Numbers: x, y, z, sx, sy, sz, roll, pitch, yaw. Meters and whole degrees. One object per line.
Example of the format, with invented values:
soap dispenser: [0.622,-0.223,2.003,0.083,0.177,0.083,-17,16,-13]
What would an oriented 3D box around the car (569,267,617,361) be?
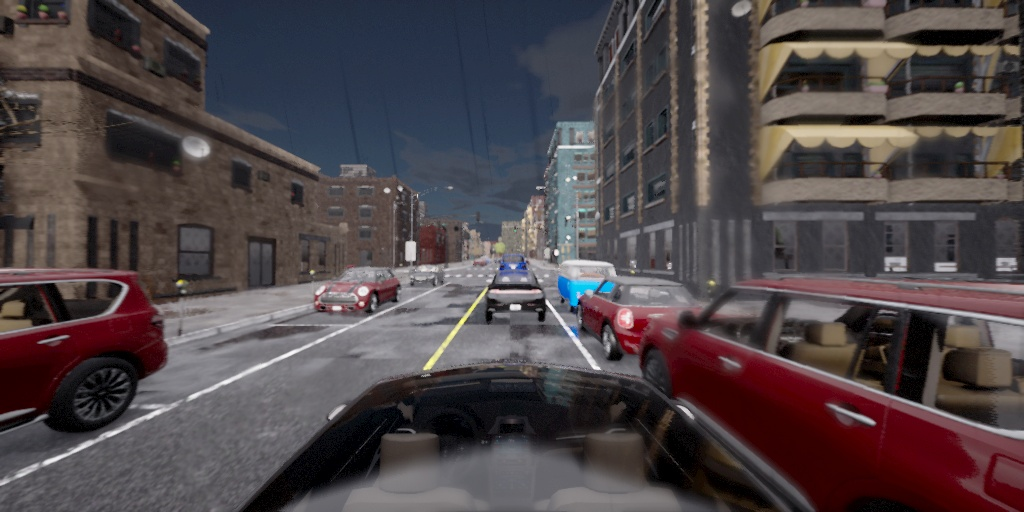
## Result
car: [2.693,1.174,8.215,1.967,1.591,4.097,0,0,0]

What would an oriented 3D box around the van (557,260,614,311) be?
van: [2.693,1.062,13.622,1.690,1.789,3.998,0,0,0]

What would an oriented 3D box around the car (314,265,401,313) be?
car: [-5.687,1.161,13.630,1.967,1.591,4.097,0,0,0]

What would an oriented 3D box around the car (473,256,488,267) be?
car: [-5.759,1.145,62.400,1.888,1.381,4.507,0,0,0]

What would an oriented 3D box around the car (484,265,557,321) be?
car: [0.101,1.213,12.299,2.128,1.511,4.902,0,0,0]

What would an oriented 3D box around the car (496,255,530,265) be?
car: [0.103,0.907,28.176,2.150,2.045,5.566,0,0,0]

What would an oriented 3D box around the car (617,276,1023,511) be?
car: [2.692,1.062,2.807,2.192,1.841,5.009,0,0,0]

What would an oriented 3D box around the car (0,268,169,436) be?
car: [-5.689,1.062,2.816,2.192,1.841,5.009,0,0,0]

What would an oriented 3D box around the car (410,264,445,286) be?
car: [-5.687,1.245,24.444,2.007,1.370,4.403,0,0,0]
